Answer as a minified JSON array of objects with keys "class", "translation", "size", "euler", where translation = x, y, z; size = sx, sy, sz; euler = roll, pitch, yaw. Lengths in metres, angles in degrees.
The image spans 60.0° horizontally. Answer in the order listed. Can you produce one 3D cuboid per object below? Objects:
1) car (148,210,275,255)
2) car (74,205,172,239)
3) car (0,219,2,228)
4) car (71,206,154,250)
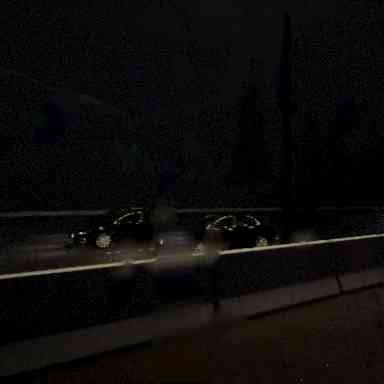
[{"class":"car","translation":[1.025,1.564,12.882],"size":[4.892,1.490,1.837],"euler":[1,0,-32]},{"class":"car","translation":[-3.677,1.541,18.189],"size":[4.892,1.490,1.837],"euler":[1,0,-32]},{"class":"car","translation":[-12.345,1.426,16.556],"size":[5.008,1.535,1.882],"euler":[1,0,-35]},{"class":"car","translation":[-2.729,1.536,14.639],"size":[4.892,1.490,1.837],"euler":[1,0,-33]}]
